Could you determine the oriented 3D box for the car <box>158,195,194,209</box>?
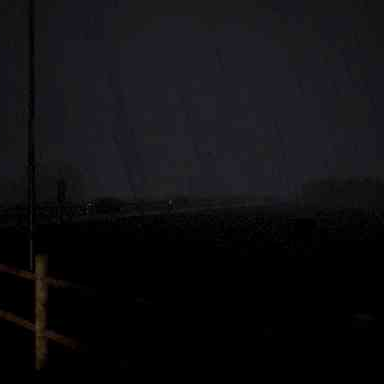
[{"bbox_3d":[-2.236,1.214,41.663,2.097,1.767,4.553,-1,0,35],"label":"car"}]

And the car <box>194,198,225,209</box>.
[{"bbox_3d":[1.844,1.425,42.410,1.895,1.301,4.718,-1,0,34],"label":"car"}]

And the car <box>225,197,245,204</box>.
[{"bbox_3d":[6.975,1.404,54.948,1.895,1.301,4.718,-1,0,34],"label":"car"}]

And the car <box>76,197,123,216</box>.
[{"bbox_3d":[-8.859,1.263,32.012,2.097,1.767,4.553,-1,0,35],"label":"car"}]

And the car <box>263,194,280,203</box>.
[{"bbox_3d":[14.710,1.210,61.202,1.837,1.490,4.892,-1,-2,34],"label":"car"}]
